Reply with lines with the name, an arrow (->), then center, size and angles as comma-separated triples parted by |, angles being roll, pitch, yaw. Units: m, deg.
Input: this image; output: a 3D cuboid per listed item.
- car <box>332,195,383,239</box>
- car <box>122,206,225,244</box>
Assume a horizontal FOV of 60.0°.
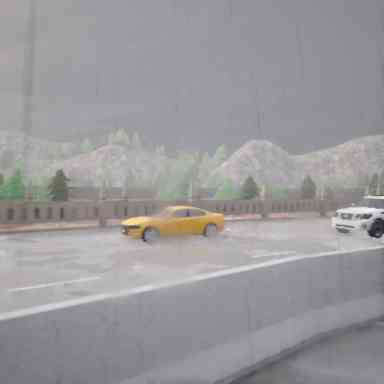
car -> 10.004, 1.190, 17.465 | 5.566, 2.045, 2.150 | 0, 0, -25
car -> -0.798, 1.419, 15.673 | 5.008, 1.535, 1.882 | 0, 0, -30
